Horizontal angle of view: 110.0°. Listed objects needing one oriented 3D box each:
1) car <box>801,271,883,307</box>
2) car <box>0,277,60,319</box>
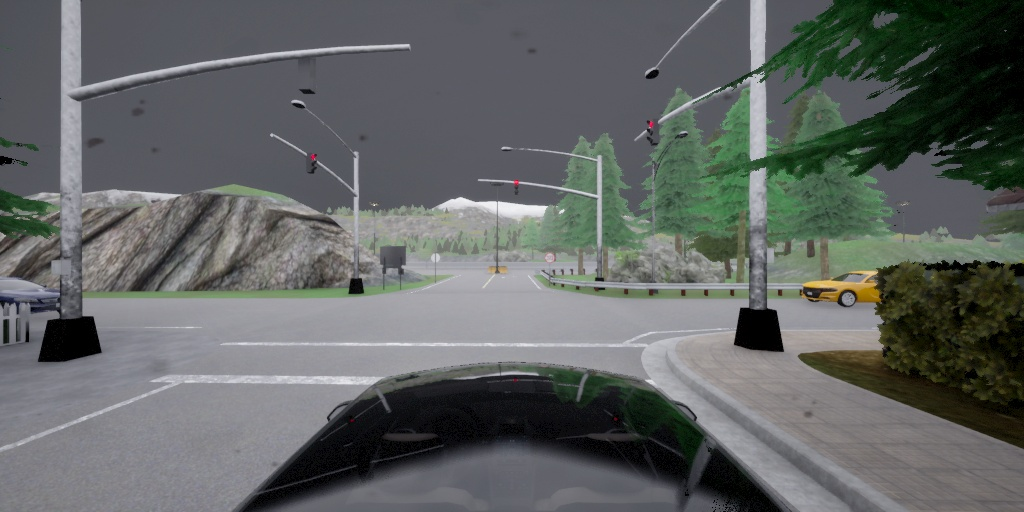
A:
[{"bbox_3d":[15.954,1.419,16.193,5.008,1.535,1.882,0,0,0],"label":"car"},{"bbox_3d":[-18.279,1.467,12.677,4.674,1.442,1.812,0,0,0],"label":"car"}]
